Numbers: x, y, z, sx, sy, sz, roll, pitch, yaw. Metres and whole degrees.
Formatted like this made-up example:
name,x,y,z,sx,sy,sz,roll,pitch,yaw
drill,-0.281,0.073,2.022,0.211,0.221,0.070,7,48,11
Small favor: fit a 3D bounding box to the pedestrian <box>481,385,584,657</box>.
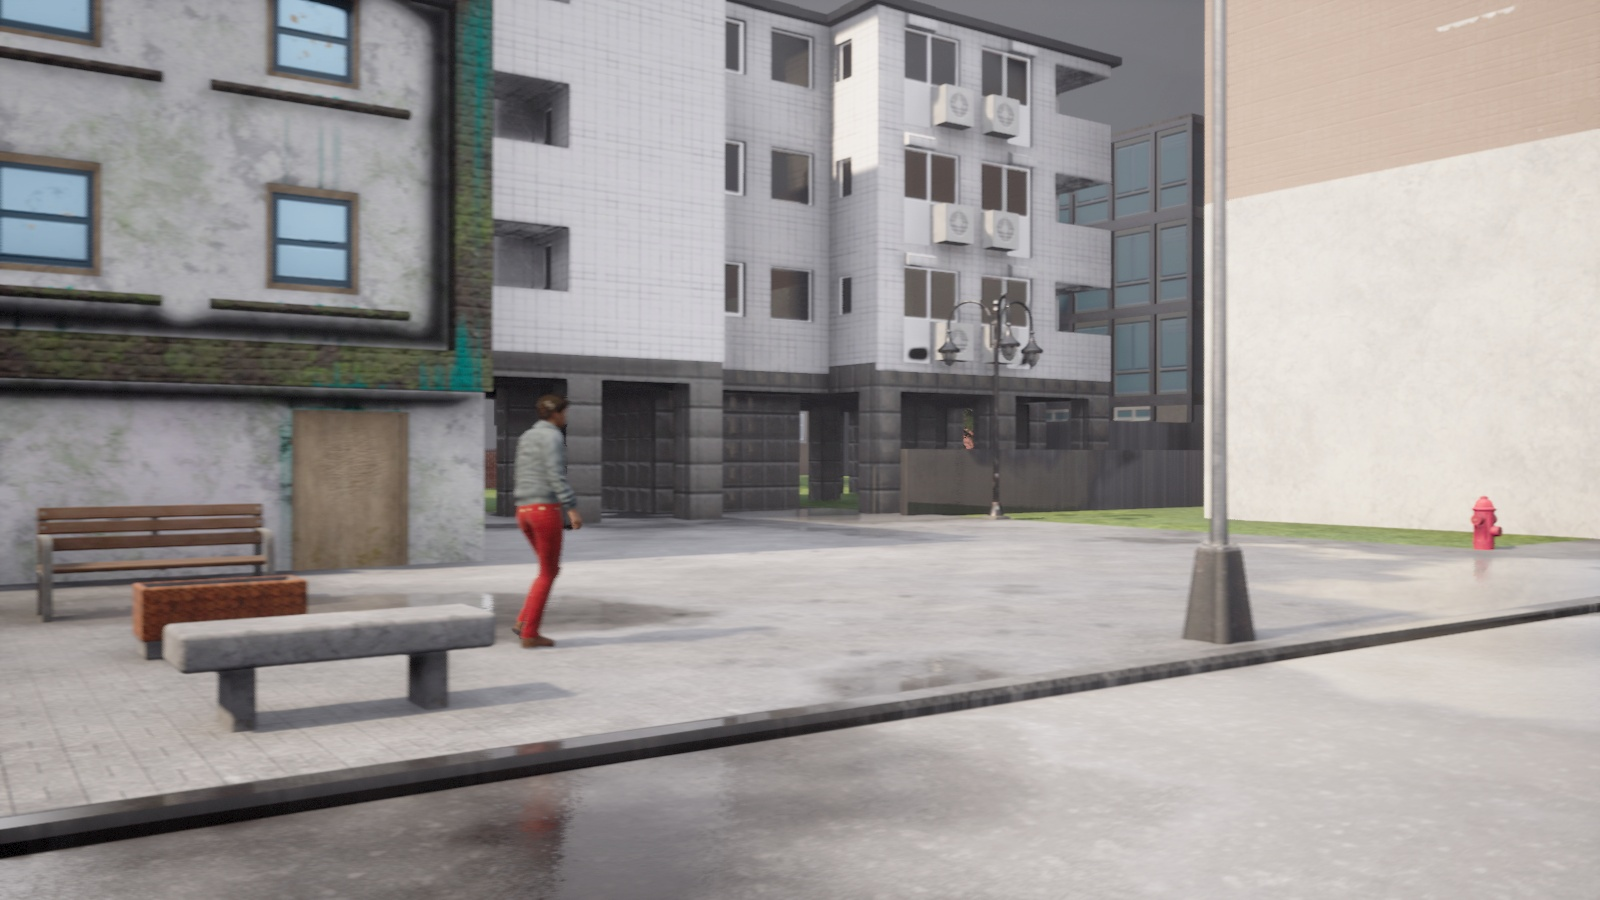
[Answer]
name,x,y,z,sx,sy,sz,roll,pitch,yaw
pedestrian,-1.889,0.480,8.867,0.614,1.847,0.353,0,0,-42
